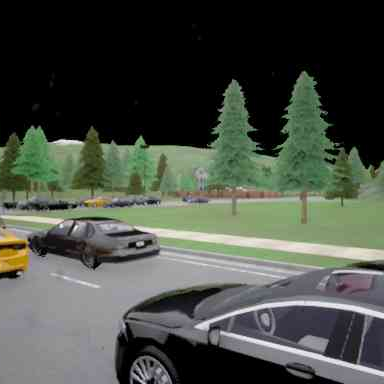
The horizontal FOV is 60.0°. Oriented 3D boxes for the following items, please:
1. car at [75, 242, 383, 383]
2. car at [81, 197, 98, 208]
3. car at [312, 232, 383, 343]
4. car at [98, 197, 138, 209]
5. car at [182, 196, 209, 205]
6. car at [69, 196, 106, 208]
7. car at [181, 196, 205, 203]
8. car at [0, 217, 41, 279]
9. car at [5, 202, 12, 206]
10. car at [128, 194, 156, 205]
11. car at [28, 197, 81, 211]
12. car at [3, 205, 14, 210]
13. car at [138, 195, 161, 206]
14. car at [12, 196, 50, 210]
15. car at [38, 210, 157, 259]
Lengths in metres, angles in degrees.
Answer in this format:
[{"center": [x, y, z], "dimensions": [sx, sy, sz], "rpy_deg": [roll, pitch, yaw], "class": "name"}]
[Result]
[{"center": [1.325, 1.491, 3.000], "dimensions": [4.902, 1.511, 2.128], "rpy_deg": [0, 0, 38], "class": "car"}, {"center": [-12.991, 1.436, 47.314], "dimensions": [1.882, 1.535, 5.008], "rpy_deg": [0, 0, 38], "class": "car"}, {"center": [4.287, 1.564, 5.127], "dimensions": [4.181, 1.385, 1.994], "rpy_deg": [0, 0, 38], "class": "car"}, {"center": [-10.039, 1.488, 45.378], "dimensions": [1.812, 1.442, 4.674], "rpy_deg": [0, 0, 38], "class": "car"}, {"center": [1.032, 1.453, 59.355], "dimensions": [2.128, 1.511, 4.902], "rpy_deg": [0, 0, 39], "class": "car"}, {"center": [-15.571, 1.446, 49.692], "dimensions": [2.128, 1.511, 4.902], "rpy_deg": [0, 0, 38], "class": "car"}, {"center": [0.230, 1.502, 69.489], "dimensions": [2.033, 1.411, 5.357], "rpy_deg": [0, 0, 38], "class": "car"}, {"center": [-6.292, 1.467, 8.872], "dimensions": [5.008, 1.535, 1.882], "rpy_deg": [0, 0, 38], "class": "car"}, {"center": [-21.355, 1.555, 42.389], "dimensions": [1.895, 1.301, 4.718], "rpy_deg": [0, 0, 38], "class": "car"}, {"center": [-8.728, 1.306, 58.318], "dimensions": [2.097, 1.767, 4.553], "rpy_deg": [0, 0, 39], "class": "car"}, {"center": [-15.712, 1.563, 38.235], "dimensions": [1.895, 1.301, 4.718], "rpy_deg": [0, 0, 38], "class": "car"}, {"center": [-11.721, 1.527, 17.442], "dimensions": [5.357, 1.411, 2.033], "rpy_deg": [0, 0, 38], "class": "car"}, {"center": [-7.164, 1.463, 54.666], "dimensions": [1.837, 1.490, 4.892], "rpy_deg": [0, 0, 38], "class": "car"}, {"center": [-18.636, 1.310, 40.185], "dimensions": [2.097, 1.767, 4.553], "rpy_deg": [0, 0, 38], "class": "car"}, {"center": [-3.472, 1.538, 11.115], "dimensions": [5.357, 1.411, 2.033], "rpy_deg": [0, 0, 38], "class": "car"}]
